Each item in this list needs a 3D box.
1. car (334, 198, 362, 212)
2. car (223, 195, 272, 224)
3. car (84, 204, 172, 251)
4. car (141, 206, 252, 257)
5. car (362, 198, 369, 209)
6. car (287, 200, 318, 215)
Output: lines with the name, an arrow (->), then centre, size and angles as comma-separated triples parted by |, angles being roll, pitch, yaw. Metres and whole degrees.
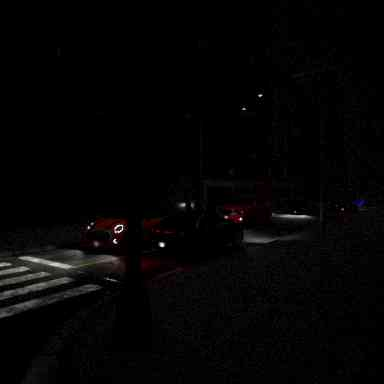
car -> 17.831, 1.606, 38.350 | 1.895, 1.301, 4.718 | 0, 0, 35
car -> 3.663, 1.213, 22.921 | 2.150, 2.045, 5.566 | 0, 0, 35
car -> -2.309, 1.345, 14.217 | 2.097, 1.767, 4.553 | 0, 0, 34
car -> 0.370, 1.510, 13.133 | 1.837, 1.490, 4.892 | 0, 0, 35
car -> 23.574, 1.538, 46.751 | 1.812, 1.442, 4.674 | 0, 0, 35
car -> 11.450, 1.539, 34.185 | 2.033, 1.411, 5.357 | 0, 0, 35
